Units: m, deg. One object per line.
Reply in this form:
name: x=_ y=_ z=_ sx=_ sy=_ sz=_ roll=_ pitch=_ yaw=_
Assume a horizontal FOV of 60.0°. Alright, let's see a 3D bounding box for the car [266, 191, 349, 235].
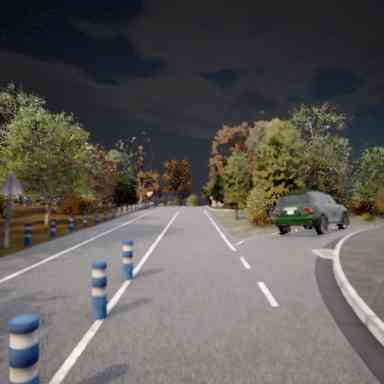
car: x=6.323 y=1.065 z=17.410 sx=2.150 sy=2.045 sz=5.566 roll=-7 pitch=-5 yaw=41
